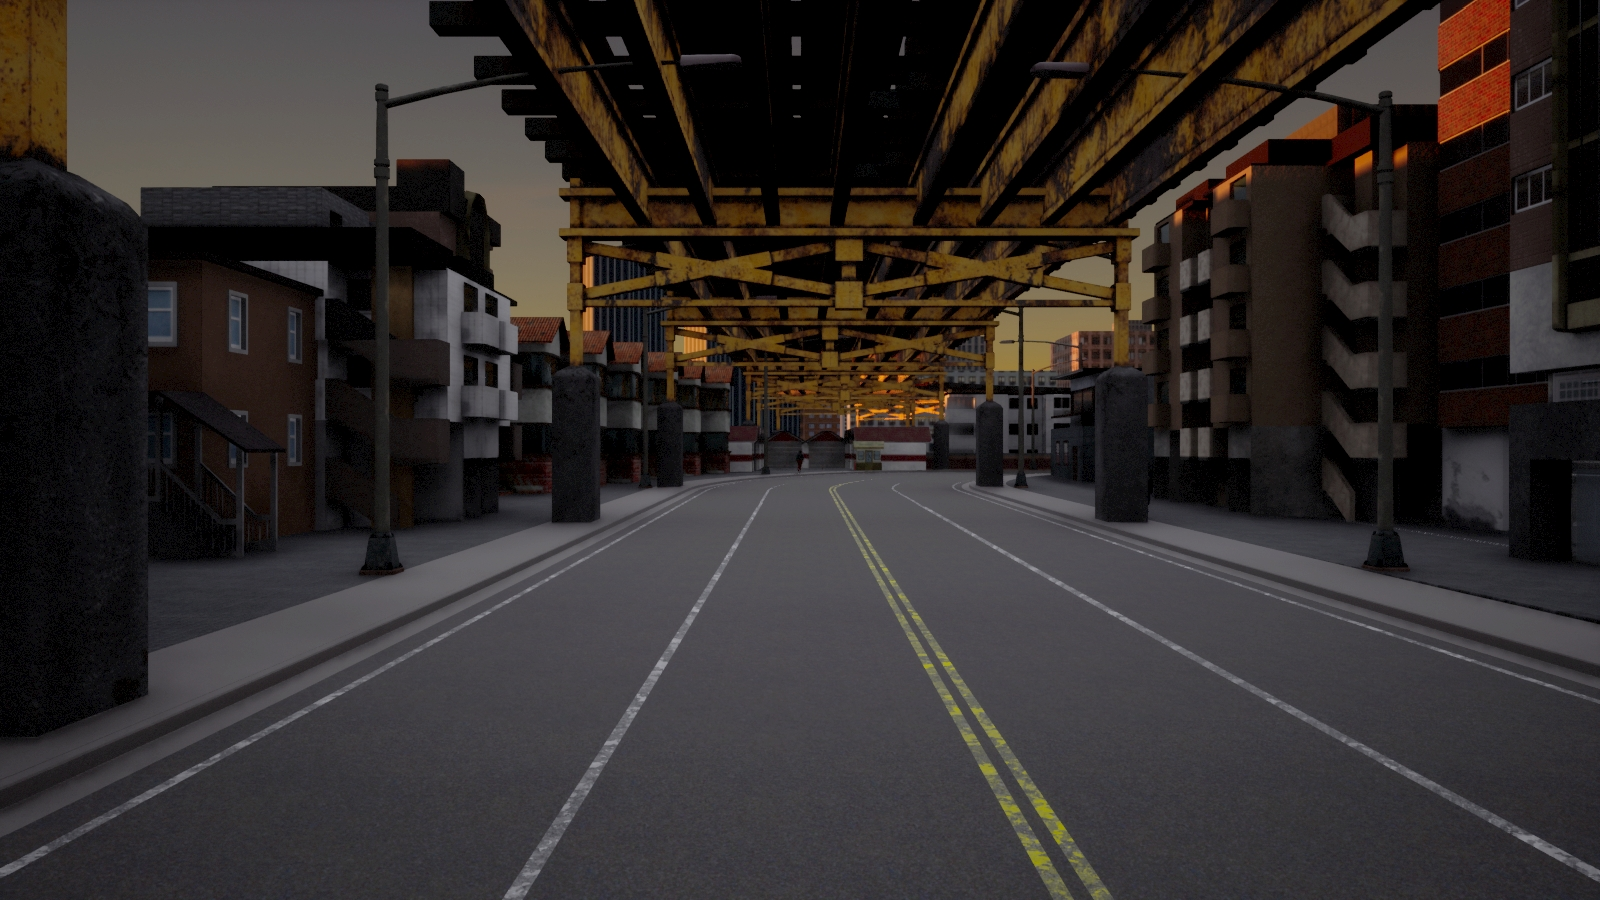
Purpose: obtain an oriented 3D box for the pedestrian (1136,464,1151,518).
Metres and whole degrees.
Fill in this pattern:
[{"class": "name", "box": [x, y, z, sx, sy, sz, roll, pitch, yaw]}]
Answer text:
[{"class": "pedestrian", "box": [12.019, 1.421, 39.948, 0.375, 1.860, 0.375, 0, 0, -7]}]
